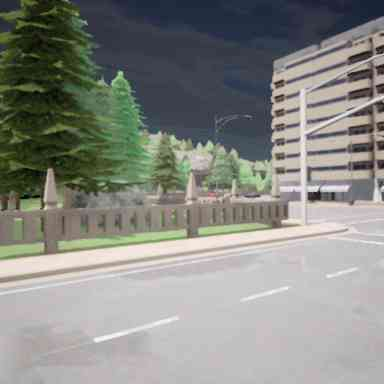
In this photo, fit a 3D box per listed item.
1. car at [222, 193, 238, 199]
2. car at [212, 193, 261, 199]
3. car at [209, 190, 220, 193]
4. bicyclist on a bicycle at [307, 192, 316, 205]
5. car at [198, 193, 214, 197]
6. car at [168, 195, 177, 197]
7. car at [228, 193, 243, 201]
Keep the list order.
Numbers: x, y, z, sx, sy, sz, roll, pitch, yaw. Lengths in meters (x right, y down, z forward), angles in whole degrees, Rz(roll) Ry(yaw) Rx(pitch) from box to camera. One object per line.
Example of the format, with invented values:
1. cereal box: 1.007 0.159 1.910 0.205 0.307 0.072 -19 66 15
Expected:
1. car: 8.587 0.889 75.205 1.812 1.442 4.674 0 0 32
2. car: 4.806 1.200 37.176 2.033 1.411 5.357 -1 0 -29
3. car: 4.355 0.702 63.444 2.150 2.045 5.566 0 0 11
4. bicyclist on a bicycle: 15.320 0.820 42.480 1.656 1.620 0.582 -1 1 -29
5. car: 0.530 1.177 38.254 2.128 1.511 4.902 -1 1 -24
6. car: -3.424 1.204 56.207 1.895 1.301 4.718 -1 0 0
7. car: 8.778 0.967 66.719 2.033 1.411 5.357 0 0 17
